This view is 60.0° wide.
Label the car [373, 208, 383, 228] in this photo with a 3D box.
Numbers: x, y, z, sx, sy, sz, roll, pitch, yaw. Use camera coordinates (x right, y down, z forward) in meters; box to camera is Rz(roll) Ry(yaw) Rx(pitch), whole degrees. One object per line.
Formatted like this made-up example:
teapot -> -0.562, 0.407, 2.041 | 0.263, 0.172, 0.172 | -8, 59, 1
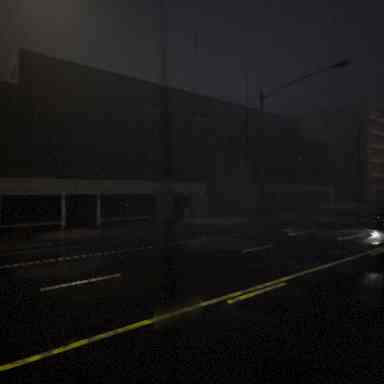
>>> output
car -> 12.404, 1.292, 19.620 | 4.892, 1.490, 1.837 | -2, 0, -41
